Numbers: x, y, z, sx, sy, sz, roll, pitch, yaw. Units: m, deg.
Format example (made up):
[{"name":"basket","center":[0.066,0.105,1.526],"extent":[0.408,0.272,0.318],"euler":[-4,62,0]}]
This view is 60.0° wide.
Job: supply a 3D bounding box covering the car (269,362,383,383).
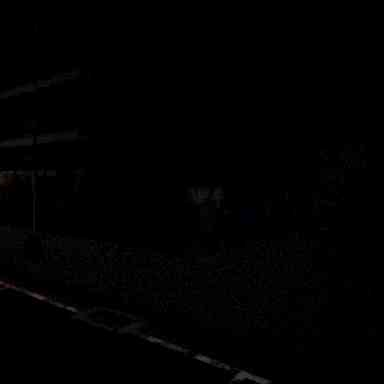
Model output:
[{"name":"car","center":[2.228,1.578,1.257],"extent":[4.403,1.369,2.008],"euler":[2,1,36]}]
